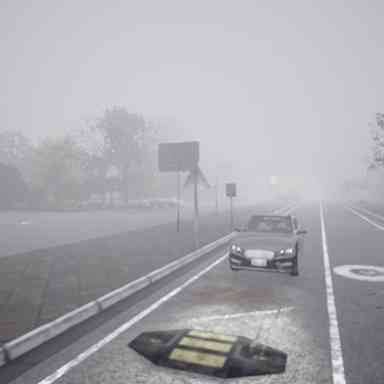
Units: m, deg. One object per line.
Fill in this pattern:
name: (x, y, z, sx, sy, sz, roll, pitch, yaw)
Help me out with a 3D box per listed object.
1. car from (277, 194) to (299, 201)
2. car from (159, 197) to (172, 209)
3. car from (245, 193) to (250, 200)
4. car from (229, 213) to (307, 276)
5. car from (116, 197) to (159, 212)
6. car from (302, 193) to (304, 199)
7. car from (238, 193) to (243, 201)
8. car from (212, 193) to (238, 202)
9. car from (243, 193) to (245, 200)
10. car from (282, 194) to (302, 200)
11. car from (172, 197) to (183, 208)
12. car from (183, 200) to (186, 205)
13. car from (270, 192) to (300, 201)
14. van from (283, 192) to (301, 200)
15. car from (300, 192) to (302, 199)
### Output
car: (23.226, 1.290, 80.161, 4.892, 1.521, 2.231, 0, 0, 21)
car: (-5.496, 1.451, 41.835, 4.892, 1.521, 2.231, 0, 0, 21)
car: (12.037, 1.255, 87.411, 4.553, 1.767, 2.185, 0, 0, 21)
car: (2.533, 1.468, 10.530, 2.128, 1.511, 4.902, 0, 0, 21)
car: (-6.673, 1.501, 38.778, 4.674, 1.452, 2.002, 0, 0, 21)
car: (24.208, 1.053, 82.790, 5.566, 2.045, 2.435, 0, 0, 21)
car: (9.011, 1.350, 79.622, 5.008, 1.535, 2.097, 0, 0, 21)
car: (7.024, 1.347, 74.420, 5.008, 1.535, 2.097, 0, 0, 21)
car: (10.012, 1.398, 82.223, 4.674, 1.452, 2.002, 0, 0, 21)
car: (27.247, 1.356, 90.629, 4.892, 1.521, 2.231, 0, 0, 21)
car: (-4.333, 1.440, 44.895, 5.008, 1.535, 2.097, 0, 0, 21)
car: (-3.196, 1.470, 47.831, 4.674, 1.452, 2.002, 0, 0, 21)
car: (20.225, 1.272, 72.310, 4.892, 1.521, 2.231, 0, 0, 21)
van: (26.348, 1.110, 87.973, 4.442, 1.987, 1.878, 0, 0, 21)
car: (21.196, 1.023, 74.938, 5.566, 2.045, 2.435, 0, 0, 21)
